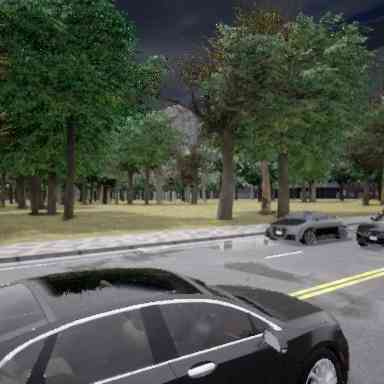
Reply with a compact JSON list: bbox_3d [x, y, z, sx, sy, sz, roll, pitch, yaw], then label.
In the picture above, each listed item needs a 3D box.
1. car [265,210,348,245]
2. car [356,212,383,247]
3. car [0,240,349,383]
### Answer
[{"bbox_3d":[5.375,1.565,15.492,4.181,1.385,1.994,0,0,-35],"label":"car"},{"bbox_3d":[8.879,1.480,13.997,5.008,1.535,1.882,0,0,-35],"label":"car"},{"bbox_3d":[-0.471,1.504,3.103,4.892,1.490,1.837,0,0,-35],"label":"car"}]
